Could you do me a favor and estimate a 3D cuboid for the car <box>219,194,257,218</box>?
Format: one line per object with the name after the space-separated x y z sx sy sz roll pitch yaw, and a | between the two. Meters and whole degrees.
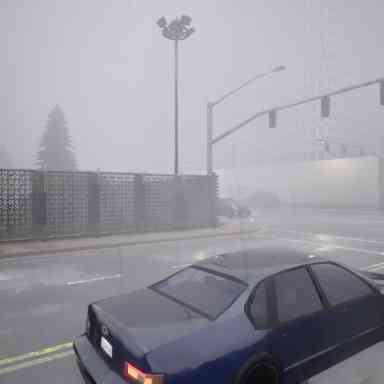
3.033 1.297 29.120 2.097 1.767 4.553 0 0 -35 | car

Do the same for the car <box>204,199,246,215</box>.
3.355 1.470 34.713 1.812 1.442 4.674 0 0 -35 | car

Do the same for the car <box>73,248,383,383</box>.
1.228 1.547 4.674 5.357 1.411 2.033 0 0 -35 | car

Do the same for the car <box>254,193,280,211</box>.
8.047 1.166 40.441 2.150 2.045 5.566 0 0 -34 | car
